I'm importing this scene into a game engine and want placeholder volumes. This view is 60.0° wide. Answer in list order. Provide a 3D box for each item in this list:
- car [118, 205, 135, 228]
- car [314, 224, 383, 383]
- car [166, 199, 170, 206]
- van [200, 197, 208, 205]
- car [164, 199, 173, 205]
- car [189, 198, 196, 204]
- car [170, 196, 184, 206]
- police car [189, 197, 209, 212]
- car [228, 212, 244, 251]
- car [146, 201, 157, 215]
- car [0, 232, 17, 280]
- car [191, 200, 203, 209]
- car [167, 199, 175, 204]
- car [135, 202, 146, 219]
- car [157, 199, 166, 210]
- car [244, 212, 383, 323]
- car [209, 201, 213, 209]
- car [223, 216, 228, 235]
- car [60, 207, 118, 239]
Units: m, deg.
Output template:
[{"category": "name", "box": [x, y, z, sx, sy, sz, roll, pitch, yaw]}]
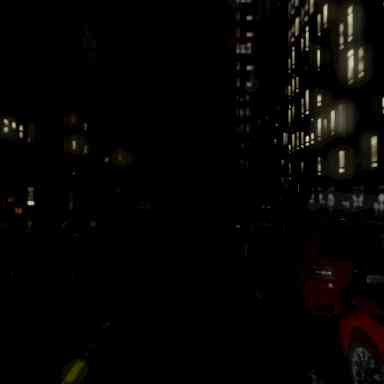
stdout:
[{"category": "car", "box": [-5.666, 1.782, 23.851, 2.008, 1.369, 4.403, 0, -1, 0]}, {"category": "car", "box": [2.689, 1.333, 1.751, 2.192, 1.841, 5.009, 0, -1, 0]}, {"category": "car", "box": [-5.611, 2.302, 73.566, 2.008, 1.369, 4.403, 0, -1, 0]}, {"category": "van", "box": [2.774, 2.153, 79.086, 1.690, 1.788, 3.998, 0, -1, 0]}, {"category": "car", "box": [-5.605, 2.357, 79.089, 1.887, 1.381, 4.507, 0, -1, 0]}, {"category": "car", "box": [0.092, 2.244, 81.454, 1.837, 1.490, 4.892, 0, -1, 0]}, {"category": "car", "box": [-2.919, 1.955, 71.762, 2.150, 2.045, 5.566, 0, -1, 0]}, {"category": "police car", "box": [0.952, 1.885, 46.120, 1.930, 1.638, 5.238, 0, -1, 0]}, {"category": "car", "box": [2.702, 1.667, 12.797, 1.887, 1.381, 4.507, 0, -1, 0]}, {"category": "car", "box": [-5.648, 1.924, 40.252, 1.752, 1.417, 4.829, 0, -1, 0]}, {"category": "car", "box": [-5.685, 1.510, 7.281, 1.967, 1.590, 4.097, 0, -1, 0]}, {"category": "car", "box": [0.840, 2.068, 56.008, 1.837, 1.490, 4.892, 0, -1, 0]}, {"category": "car", "box": [-5.592, 2.501, 90.136, 1.947, 1.339, 4.313, 0, -1, 0]}, {"category": "car", "box": [-5.660, 1.837, 29.375, 2.008, 1.369, 4.403, 0, -1, 0]}, {"category": "car", "box": [-5.635, 2.066, 51.471, 2.008, 1.369, 4.403, 0, -1, 0]}, {"category": "car", "box": [2.695, 1.385, 7.275, 2.192, 1.841, 5.009, 0, -1, 0]}, {"category": "car", "box": [2.751, 2.124, 56.988, 2.008, 1.369, 4.403, 0, -1, 0]}, {"category": "car", "box": [2.708, 1.742, 18.321, 1.947, 1.339, 4.313, 0, -1, 0]}, {"category": "car", "box": [-5.673, 1.616, 18.329, 1.967, 1.590, 4.097, 0, -1, 0]}]
